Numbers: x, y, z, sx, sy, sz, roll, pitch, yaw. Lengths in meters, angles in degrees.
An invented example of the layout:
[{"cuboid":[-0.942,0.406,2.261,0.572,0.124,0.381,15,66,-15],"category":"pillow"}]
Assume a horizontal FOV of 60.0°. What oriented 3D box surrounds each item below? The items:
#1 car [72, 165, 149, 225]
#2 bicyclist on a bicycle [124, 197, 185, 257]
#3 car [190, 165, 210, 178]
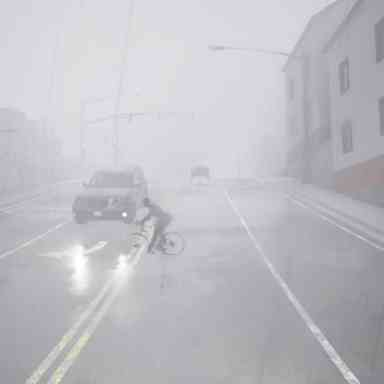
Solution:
[{"cuboid":[-3.278,-0.015,14.485,2.150,2.045,5.566,0,9,1],"category":"car"},{"cuboid":[-1.021,0.960,8.893,1.656,1.620,0.582,-2,5,2],"category":"bicyclist on a bicycle"},{"cuboid":[0.883,-2.177,36.098,1.812,1.442,4.674,0,0,1],"category":"car"}]
